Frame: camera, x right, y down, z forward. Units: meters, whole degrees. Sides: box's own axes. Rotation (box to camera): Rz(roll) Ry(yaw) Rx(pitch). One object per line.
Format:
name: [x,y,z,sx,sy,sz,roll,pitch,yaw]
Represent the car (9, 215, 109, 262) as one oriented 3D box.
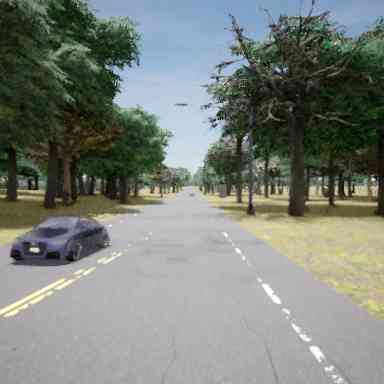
car: [-4.542,1.549,12.013,1.994,1.385,4.181,0,0,6]
